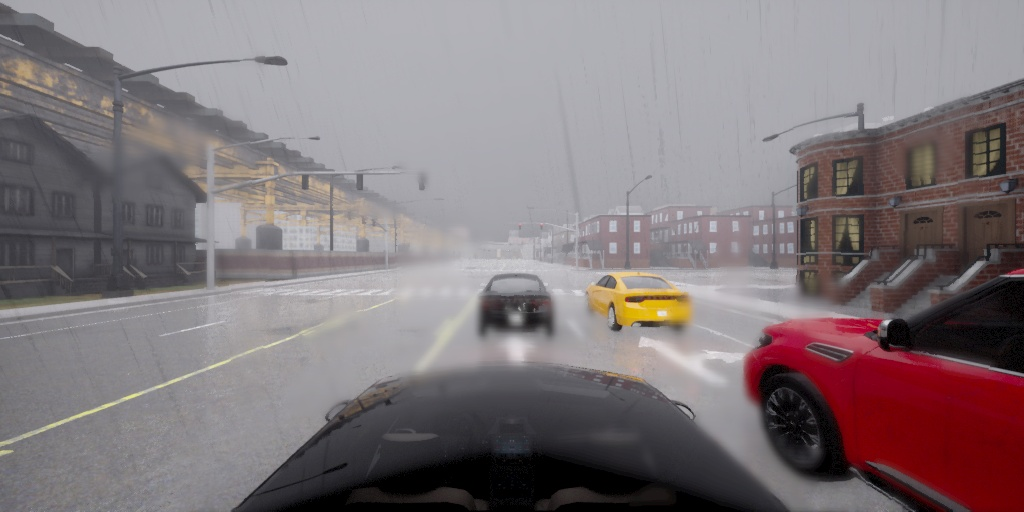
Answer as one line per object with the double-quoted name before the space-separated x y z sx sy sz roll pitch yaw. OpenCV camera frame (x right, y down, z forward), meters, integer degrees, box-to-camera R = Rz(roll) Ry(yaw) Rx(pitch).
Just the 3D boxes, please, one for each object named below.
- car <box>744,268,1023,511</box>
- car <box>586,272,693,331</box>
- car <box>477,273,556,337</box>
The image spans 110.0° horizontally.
"car" 3.598 0.971 1.530 2.150 2.045 5.566 0 0 0
"car" 3.609 1.228 11.055 1.882 1.535 5.008 0 0 0
"car" 0.107 1.228 10.353 1.882 1.535 5.008 0 0 0
